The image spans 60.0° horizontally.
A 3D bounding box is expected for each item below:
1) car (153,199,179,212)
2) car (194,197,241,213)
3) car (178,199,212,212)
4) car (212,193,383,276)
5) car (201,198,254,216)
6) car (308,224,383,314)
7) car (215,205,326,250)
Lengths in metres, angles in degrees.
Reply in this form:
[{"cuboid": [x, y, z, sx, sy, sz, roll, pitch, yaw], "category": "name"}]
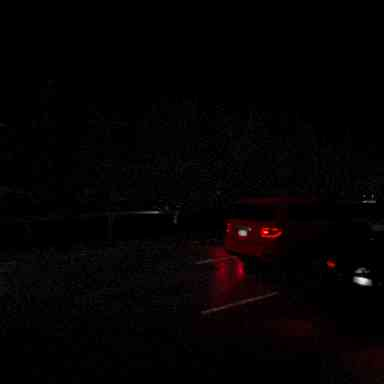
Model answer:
[{"cuboid": [-2.218, 1.447, 36.725, 4.181, 1.385, 1.994, -1, 0, -35], "category": "car"}, {"cuboid": [2.757, 1.324, 35.960, 5.008, 1.535, 1.882, 0, 0, -35], "category": "car"}, {"cuboid": [1.659, 1.414, 26.606, 4.892, 1.490, 1.837, 0, 0, -35], "category": "car"}, {"cuboid": [3.549, 1.185, 10.559, 5.566, 2.045, 2.150, -1, 0, -36], "category": "car"}, {"cuboid": [3.522, 1.355, 32.214, 4.902, 1.511, 2.128, -1, 0, -35], "category": "car"}, {"cuboid": [4.647, 1.533, 7.033, 4.181, 1.385, 1.994, 0, 0, -35], "category": "car"}, {"cuboid": [3.597, 1.437, 14.867, 4.902, 1.511, 2.128, 0, 0, -35], "category": "car"}]
